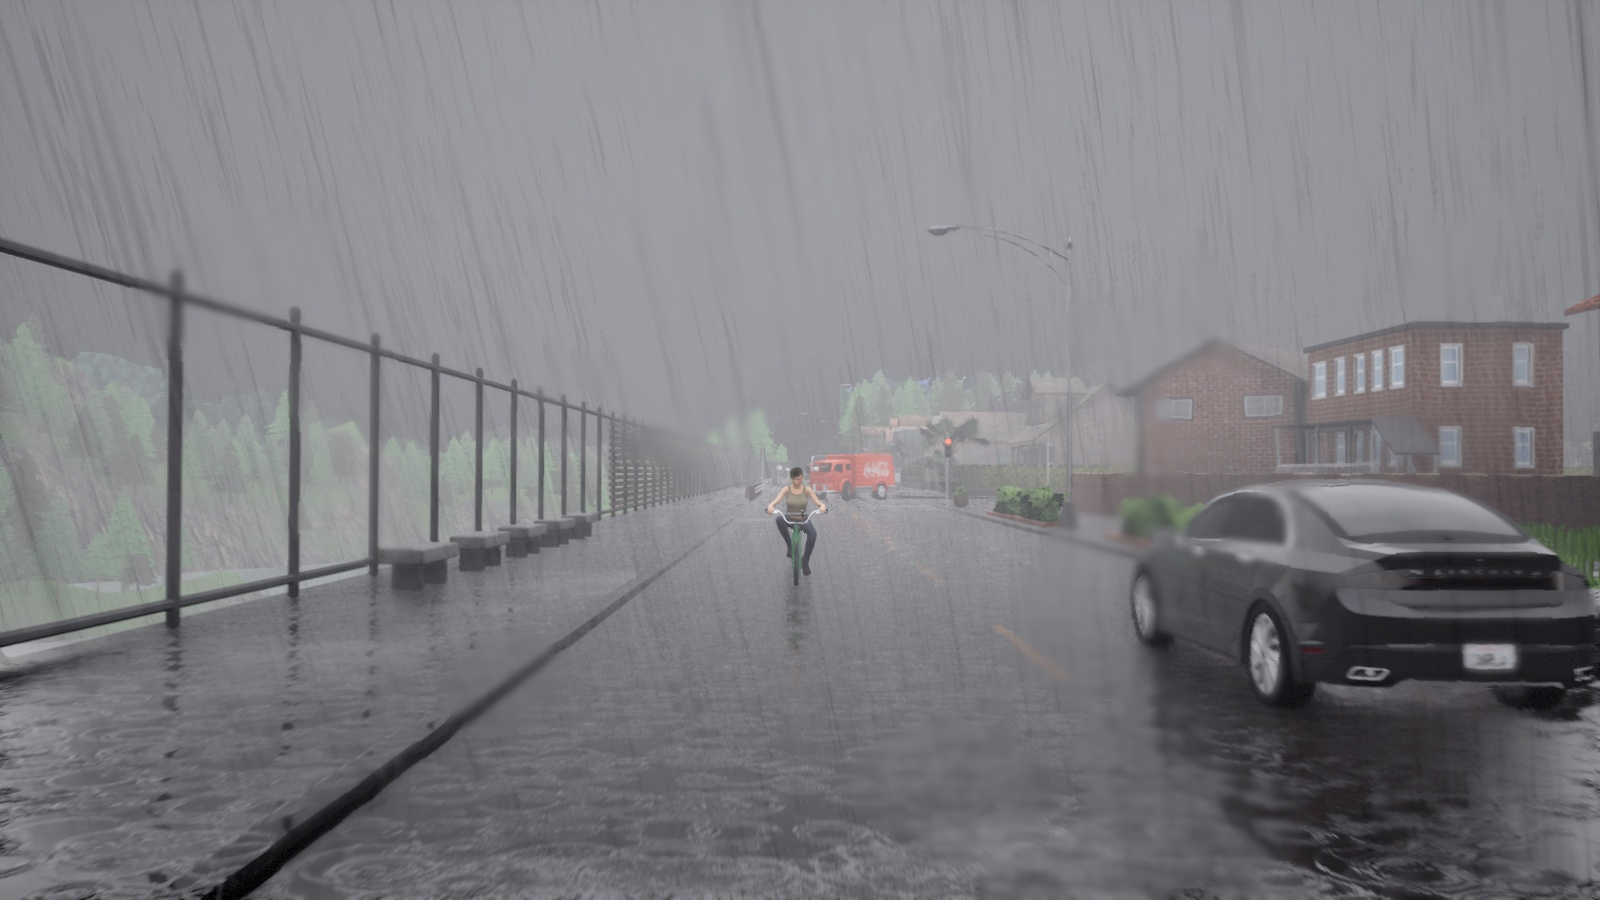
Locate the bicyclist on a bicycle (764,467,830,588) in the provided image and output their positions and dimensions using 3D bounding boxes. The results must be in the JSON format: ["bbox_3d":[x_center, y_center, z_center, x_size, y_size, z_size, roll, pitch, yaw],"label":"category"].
[{"bbox_3d":[-0.038,1.044,17.456,0.866,1.612,1.509,0,-1,0],"label":"bicyclist on a bicycle"}]

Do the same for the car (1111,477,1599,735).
[{"bbox_3d":[3.976,0.968,9.837,1.837,1.490,4.892,0,-1,0],"label":"car"}]

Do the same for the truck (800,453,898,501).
[{"bbox_3d":[2.720,1.463,68.688,2.627,2.467,5.204,-2,-2,41],"label":"truck"}]
